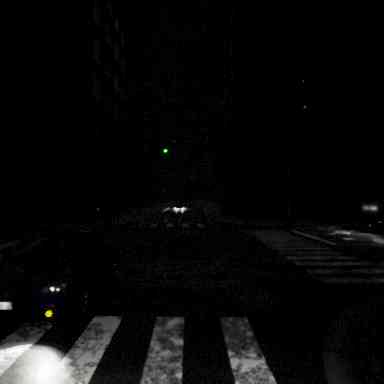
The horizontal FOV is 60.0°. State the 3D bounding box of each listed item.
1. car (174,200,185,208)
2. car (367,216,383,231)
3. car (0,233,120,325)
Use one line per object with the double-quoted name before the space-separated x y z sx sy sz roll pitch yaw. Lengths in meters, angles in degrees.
"car" -2.231 2.167 60.905 2.128 1.511 4.902 0 0 0
"car" 13.014 1.716 19.925 4.674 1.442 1.812 0 -1 1
"car" -2.921 1.618 7.212 1.994 1.385 4.181 0 -1 1
